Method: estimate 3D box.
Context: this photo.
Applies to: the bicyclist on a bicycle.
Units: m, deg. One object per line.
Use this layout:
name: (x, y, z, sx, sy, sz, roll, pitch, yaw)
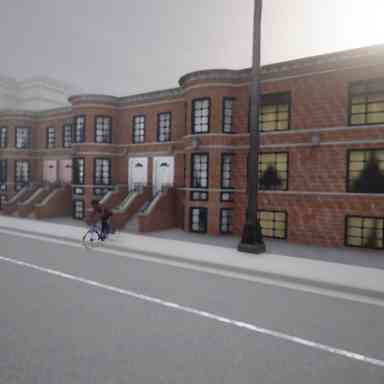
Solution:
bicyclist on a bicycle: (-3.131, 1.066, 11.454, 0.582, 1.620, 1.656, 2, 11, 34)
